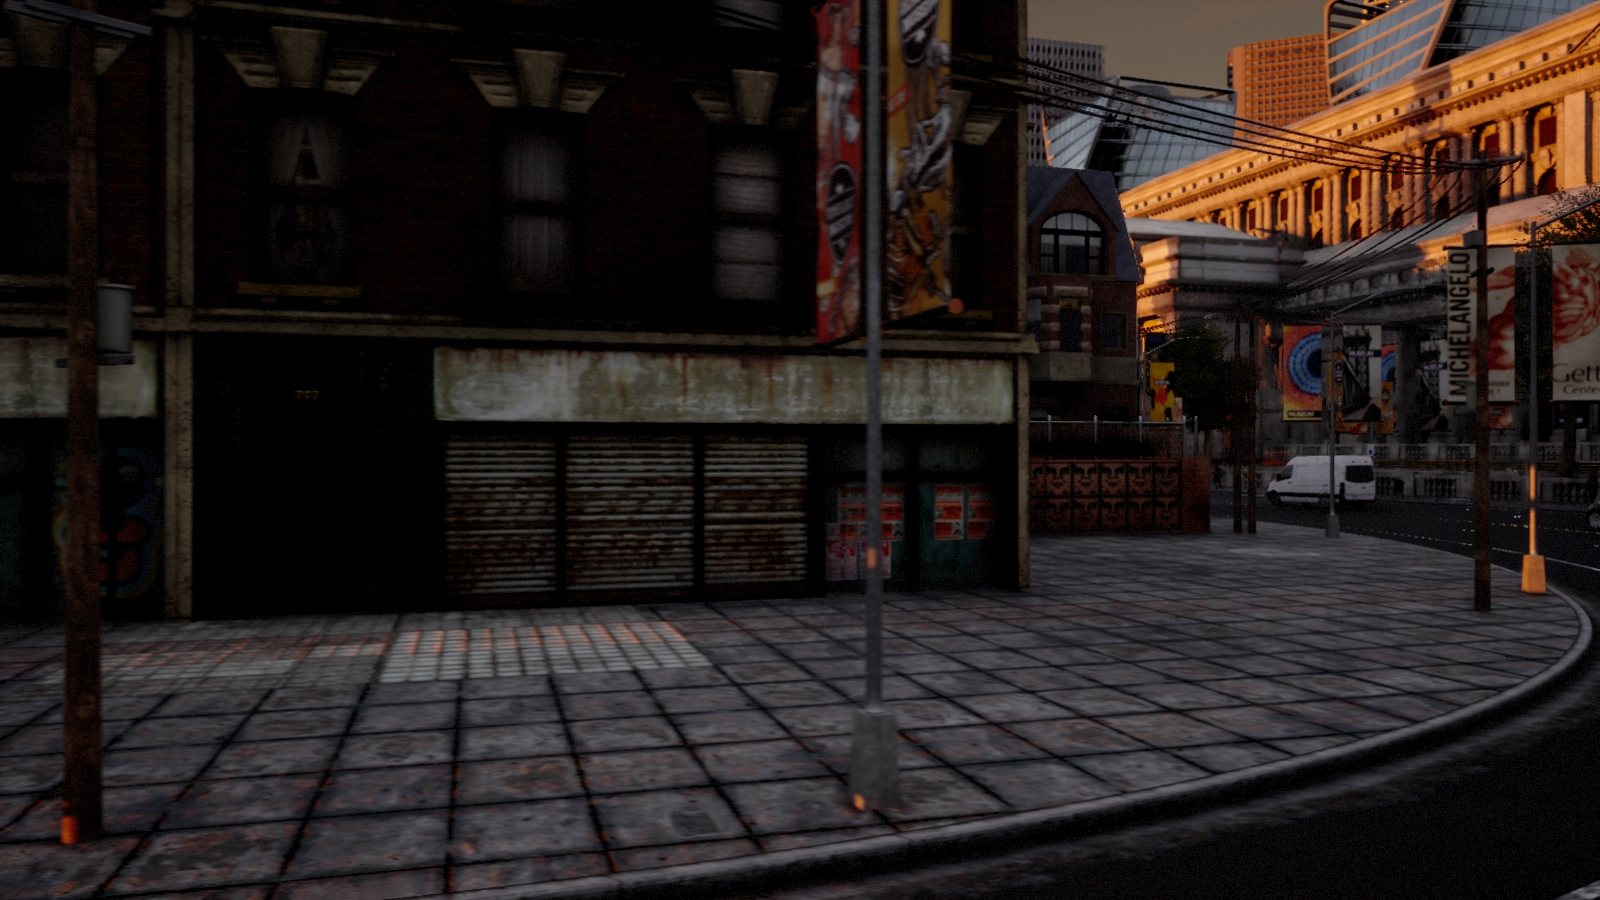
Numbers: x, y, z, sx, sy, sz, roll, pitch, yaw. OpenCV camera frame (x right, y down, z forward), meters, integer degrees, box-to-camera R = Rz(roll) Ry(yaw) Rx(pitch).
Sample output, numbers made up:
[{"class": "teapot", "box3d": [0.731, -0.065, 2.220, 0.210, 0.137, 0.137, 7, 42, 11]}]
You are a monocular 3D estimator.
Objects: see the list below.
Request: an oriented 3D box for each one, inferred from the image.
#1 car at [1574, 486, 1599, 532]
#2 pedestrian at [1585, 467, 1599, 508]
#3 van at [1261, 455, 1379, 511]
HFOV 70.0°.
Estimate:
[{"class": "car", "box3d": [28.393, 2.043, 37.881, 2.097, 1.535, 5.006, 0, 0, 0]}, {"class": "pedestrian", "box3d": [36.224, 1.712, 52.254, 0.375, 1.860, 0.375, 0, 0, -10]}, {"class": "van", "box3d": [25.352, 1.551, 55.990, 1.988, 2.561, 5.915, 0, 0, -14]}]
